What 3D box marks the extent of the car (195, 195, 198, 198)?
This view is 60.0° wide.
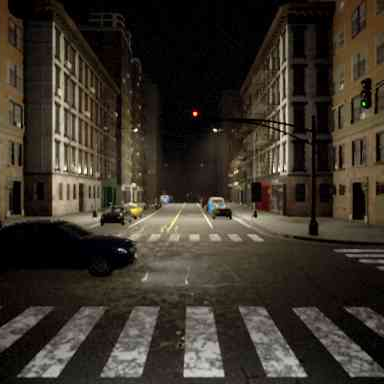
[{"bbox_3d":[2.460,1.896,83.754,1.887,1.381,4.507,0,0,0],"label":"car"}]

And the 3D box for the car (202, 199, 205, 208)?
[{"bbox_3d":[2.548,1.751,40.504,1.802,1.307,4.206,0,0,0],"label":"car"}]

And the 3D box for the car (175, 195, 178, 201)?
[{"bbox_3d":[-5.656,1.925,89.140,2.008,1.369,4.403,0,0,0],"label":"car"}]

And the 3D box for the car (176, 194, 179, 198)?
[{"bbox_3d":[-5.674,1.711,94.547,2.192,1.841,5.009,0,0,0],"label":"car"}]

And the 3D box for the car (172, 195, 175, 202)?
[{"bbox_3d":[-5.604,1.621,72.922,2.192,1.841,5.009,0,0,0],"label":"car"}]

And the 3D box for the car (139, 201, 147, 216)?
[{"bbox_3d":[-5.463,1.649,29.502,1.752,1.417,4.829,0,0,0],"label":"car"}]

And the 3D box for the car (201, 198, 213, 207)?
[{"bbox_3d":[2.515,1.803,56.723,1.947,1.339,4.313,0,0,0],"label":"car"}]

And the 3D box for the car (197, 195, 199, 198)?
[{"bbox_3d":[2.492,1.809,67.704,1.752,1.417,4.829,0,0,0],"label":"car"}]

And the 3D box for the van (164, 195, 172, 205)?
[{"bbox_3d":[-5.586,1.624,67.516,1.690,1.788,3.998,0,0,0],"label":"van"}]

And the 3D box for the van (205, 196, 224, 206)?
[{"bbox_3d":[2.560,1.487,35.099,1.690,1.788,3.998,0,0,0],"label":"van"}]

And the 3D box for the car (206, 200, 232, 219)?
[{"bbox_3d":[2.570,1.675,29.692,2.008,1.369,4.403,0,0,0],"label":"car"}]

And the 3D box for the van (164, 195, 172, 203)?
[{"bbox_3d":[-5.621,1.670,78.328,1.690,1.788,3.998,0,0,0],"label":"van"}]

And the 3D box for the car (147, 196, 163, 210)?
[{"bbox_3d":[-5.516,1.632,45.891,1.967,1.590,4.097,0,0,0],"label":"car"}]

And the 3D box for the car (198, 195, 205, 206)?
[{"bbox_3d":[2.526,1.529,51.318,2.192,1.841,5.009,0,0,0],"label":"car"}]

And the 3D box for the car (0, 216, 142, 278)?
[{"bbox_3d":[-3.969,1.551,9.655,4.674,1.442,1.812,0,0,0],"label":"car"}]

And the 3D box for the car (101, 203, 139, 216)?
[{"bbox_3d":[-5.446,1.652,24.266,2.008,1.369,4.403,0,0,0],"label":"car"}]

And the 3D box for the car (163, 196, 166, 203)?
[{"bbox_3d":[-5.533,1.739,51.127,1.752,1.417,4.829,0,0,0],"label":"car"}]
